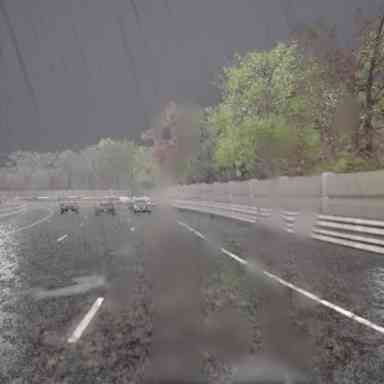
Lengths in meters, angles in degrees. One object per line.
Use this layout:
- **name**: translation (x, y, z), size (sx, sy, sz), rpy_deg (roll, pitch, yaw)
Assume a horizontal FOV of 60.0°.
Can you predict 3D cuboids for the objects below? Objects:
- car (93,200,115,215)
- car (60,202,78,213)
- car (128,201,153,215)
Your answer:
- **car**: translation (-9.322, 1.611, 35.217), size (2.128, 1.511, 4.902), rpy_deg (0, 0, -19)
- **car**: translation (-14.609, 1.781, 39.498), size (1.895, 1.301, 4.718), rpy_deg (-1, 0, -22)
- **car**: translation (-5.497, 1.624, 35.123), size (2.033, 1.411, 5.357), rpy_deg (-1, 0, -19)
